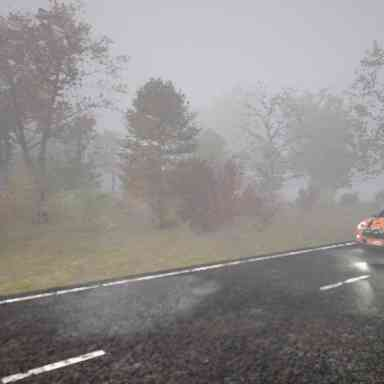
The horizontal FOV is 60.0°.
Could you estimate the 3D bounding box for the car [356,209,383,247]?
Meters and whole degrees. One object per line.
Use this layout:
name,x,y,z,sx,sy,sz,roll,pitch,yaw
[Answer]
car,8.917,1.352,14.013,4.553,1.767,2.097,0,0,-35
